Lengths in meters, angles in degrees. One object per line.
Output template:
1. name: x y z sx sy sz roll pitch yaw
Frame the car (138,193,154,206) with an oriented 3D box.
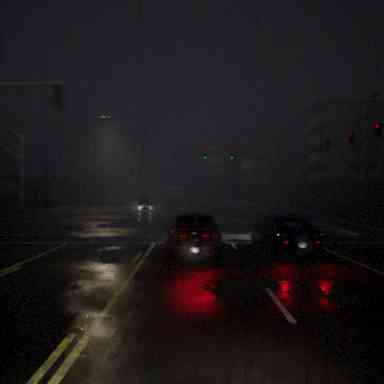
1. car: -6.551 1.153 47.913 1.837 1.490 4.892 0 1 -1

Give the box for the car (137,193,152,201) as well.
1. car: -9.166 0.955 64.308 1.837 1.490 4.892 0 1 -20

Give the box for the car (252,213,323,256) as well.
1. car: 3.591 1.529 13.070 1.812 1.442 4.674 0 0 0

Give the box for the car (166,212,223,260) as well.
1. car: 0.088 1.511 12.496 1.837 1.490 4.892 0 0 0
